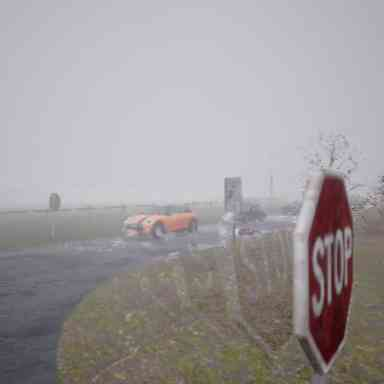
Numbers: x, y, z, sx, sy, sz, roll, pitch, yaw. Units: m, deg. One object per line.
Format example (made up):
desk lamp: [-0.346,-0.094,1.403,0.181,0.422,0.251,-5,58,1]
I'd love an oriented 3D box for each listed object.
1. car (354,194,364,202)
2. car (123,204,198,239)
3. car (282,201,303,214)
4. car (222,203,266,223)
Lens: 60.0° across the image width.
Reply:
car: [22.860,1.302,47.153,2.150,2.045,5.566,-1,0,36]
car: [-1.662,1.479,18.507,2.097,1.767,4.553,-1,0,36]
car: [11.622,1.714,36.715,1.895,1.301,4.718,-1,0,36]
car: [4.235,1.613,26.600,2.128,1.511,4.902,-1,0,36]
